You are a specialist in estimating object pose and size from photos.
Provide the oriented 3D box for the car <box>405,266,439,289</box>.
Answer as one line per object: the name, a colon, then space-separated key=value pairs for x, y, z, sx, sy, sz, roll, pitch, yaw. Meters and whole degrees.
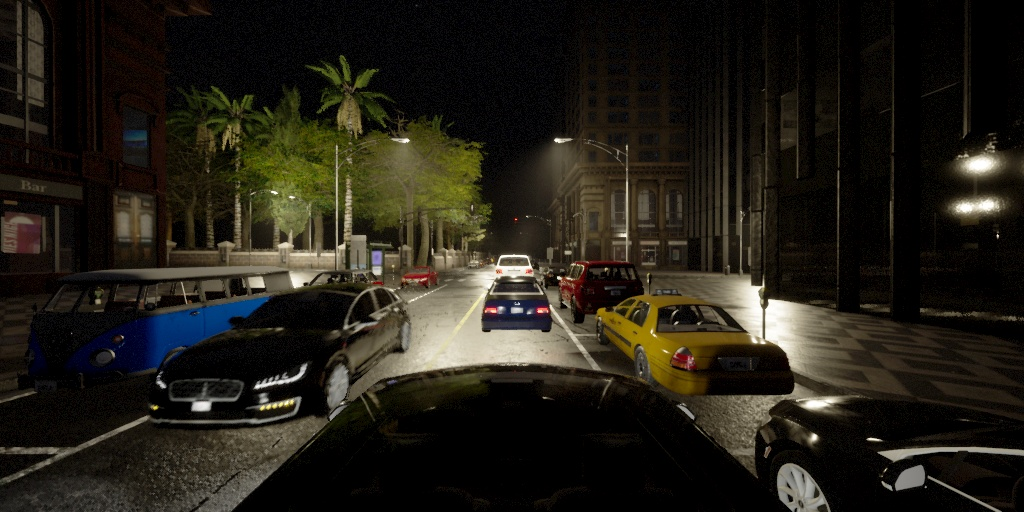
car: x=-5.753 y=1.327 z=22.805 sx=1.802 sy=1.307 sz=4.207 roll=0 pitch=0 yaw=0

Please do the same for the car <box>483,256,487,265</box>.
car: x=-5.733 y=1.159 z=60.085 sx=1.967 sy=1.591 sz=4.097 roll=0 pitch=0 yaw=0

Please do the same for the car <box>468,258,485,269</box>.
car: x=-5.736 y=1.274 z=54.664 sx=2.007 sy=1.370 sz=4.403 roll=0 pitch=0 yaw=0

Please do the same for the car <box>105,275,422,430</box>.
car: x=-3.093 y=1.255 z=6.006 sx=1.837 sy=1.490 sz=4.892 roll=0 pitch=0 yaw=0

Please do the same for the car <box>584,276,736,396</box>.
car: x=2.765 y=1.275 z=6.677 sx=1.751 sy=1.417 sz=4.829 roll=0 pitch=0 yaw=0

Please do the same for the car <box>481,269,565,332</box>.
car: x=0.107 y=1.296 z=10.753 sx=2.033 sy=1.411 sz=5.357 roll=0 pitch=0 yaw=0

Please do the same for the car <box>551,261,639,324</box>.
car: x=2.767 y=1.063 z=11.932 sx=2.192 sy=1.841 sz=5.009 roll=0 pitch=0 yaw=0

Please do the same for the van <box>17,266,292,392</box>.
van: x=-5.761 y=1.090 z=6.526 sx=1.690 sy=1.789 sz=3.998 roll=0 pitch=0 yaw=0

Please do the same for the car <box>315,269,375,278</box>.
car: x=-5.758 y=1.188 z=11.952 sx=1.967 sy=1.591 sz=4.097 roll=0 pitch=0 yaw=0

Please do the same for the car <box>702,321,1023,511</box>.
car: x=2.762 y=1.300 z=1.082 sx=2.007 sy=1.370 sz=4.403 roll=0 pitch=0 yaw=0

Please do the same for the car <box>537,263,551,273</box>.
car: x=2.773 y=1.310 z=22.783 sx=1.948 sy=1.339 sz=4.313 roll=0 pitch=0 yaw=0

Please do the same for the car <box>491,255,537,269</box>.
car: x=0.110 y=0.968 z=21.324 sx=2.150 sy=2.045 sz=5.566 roll=0 pitch=0 yaw=0
